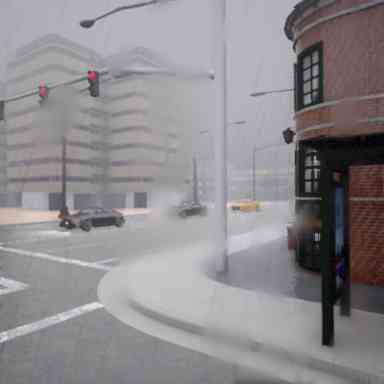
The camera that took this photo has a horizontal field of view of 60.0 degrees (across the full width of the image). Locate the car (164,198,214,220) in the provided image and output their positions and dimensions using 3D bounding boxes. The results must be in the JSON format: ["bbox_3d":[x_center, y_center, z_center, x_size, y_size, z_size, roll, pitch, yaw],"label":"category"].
[{"bbox_3d":[-0.457,1.604,29.732,2.128,1.511,4.902,0,0,35],"label":"car"}]

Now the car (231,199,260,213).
[{"bbox_3d":[6.339,1.591,39.319,1.882,1.535,5.008,0,0,35],"label":"car"}]

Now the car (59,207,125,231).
[{"bbox_3d":[-6.311,1.676,21.453,1.994,1.385,4.181,0,0,35],"label":"car"}]
